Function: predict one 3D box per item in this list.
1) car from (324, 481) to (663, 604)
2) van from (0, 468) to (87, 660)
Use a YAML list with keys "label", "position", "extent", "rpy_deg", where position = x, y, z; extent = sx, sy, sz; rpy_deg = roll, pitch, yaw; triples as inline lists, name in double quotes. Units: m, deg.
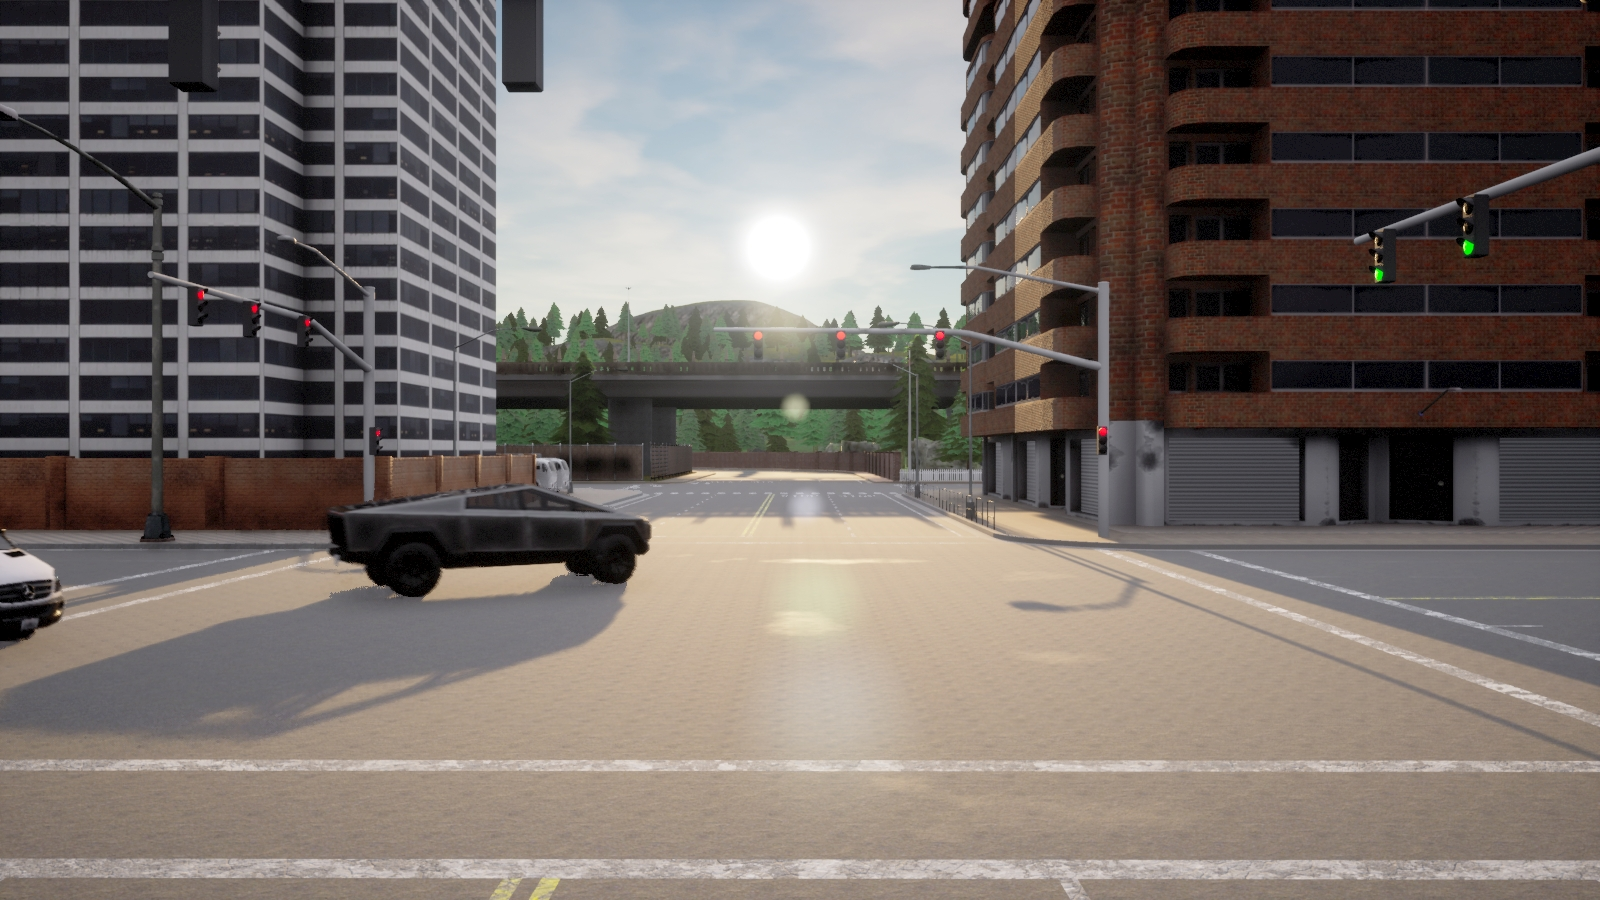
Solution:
- label: "car"
  position: [-6.190, 1.752, 23.386]
  extent: [6.274, 2.098, 2.390]
  rpy_deg: [0, 0, -31]
- label: "van"
  position: [-13.543, 1.534, 16.152]
  extent: [5.915, 2.561, 1.988]
  rpy_deg: [0, -1, 7]
